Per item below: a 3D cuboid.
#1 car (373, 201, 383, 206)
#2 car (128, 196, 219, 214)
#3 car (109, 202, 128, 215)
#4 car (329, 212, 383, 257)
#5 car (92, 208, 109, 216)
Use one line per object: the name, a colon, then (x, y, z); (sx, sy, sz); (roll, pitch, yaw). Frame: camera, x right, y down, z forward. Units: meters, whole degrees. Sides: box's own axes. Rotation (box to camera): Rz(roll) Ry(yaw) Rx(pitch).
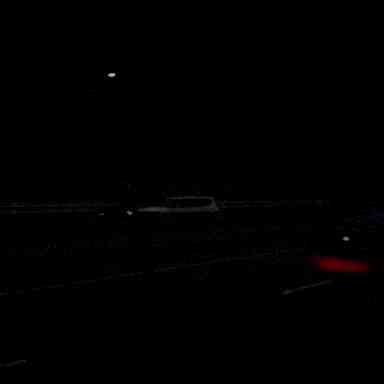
car: (29.572, 1.992, 50.816); (4.718, 1.301, 1.895); (1, 0, -35)
car: (-0.806, 1.279, 20.597); (5.566, 2.045, 2.150); (0, 0, -36)
car: (-3.065, 1.408, 23.302); (4.553, 1.767, 2.097); (0, 0, -35)
car: (7.578, 1.551, 13.451); (5.008, 1.535, 1.882); (0, 0, -35)
car: (-5.273, 1.533, 26.025); (5.008, 1.535, 1.882); (0, 0, -36)
